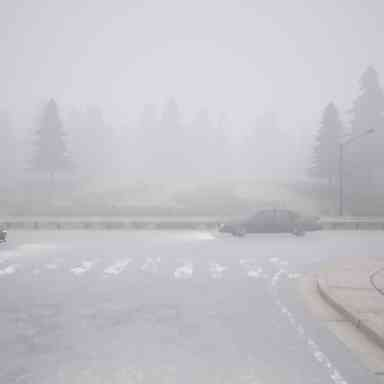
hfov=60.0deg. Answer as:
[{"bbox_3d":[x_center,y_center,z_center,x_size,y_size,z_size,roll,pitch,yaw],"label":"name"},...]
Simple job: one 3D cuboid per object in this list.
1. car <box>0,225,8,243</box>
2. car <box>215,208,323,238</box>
[{"bbox_3d":[-9.901,1.491,13.245,4.892,1.490,1.837,0,0,7],"label":"car"},{"bbox_3d":[3.906,1.530,17.206,5.357,1.411,2.033,0,0,-5],"label":"car"}]
